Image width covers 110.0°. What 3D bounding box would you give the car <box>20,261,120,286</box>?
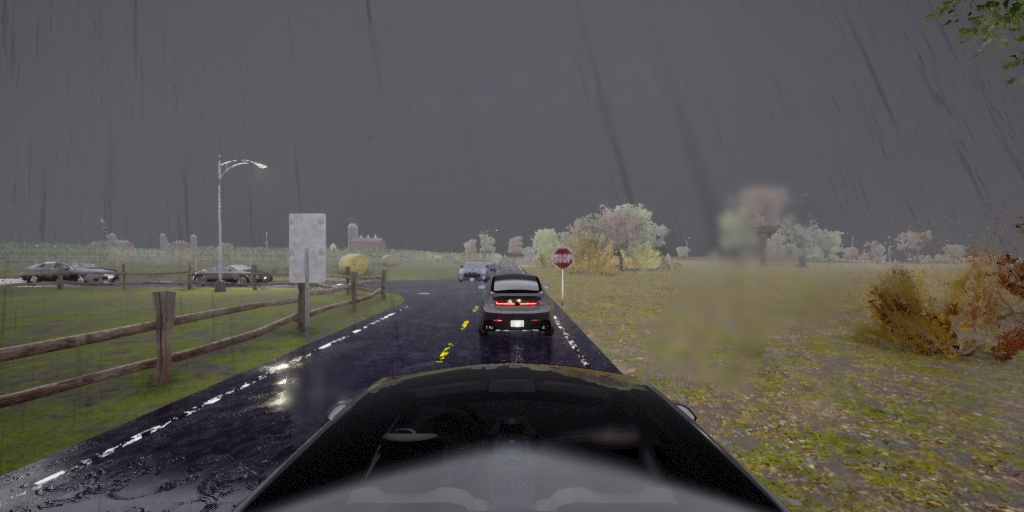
[{"bbox_3d":[-28.167,1.077,22.962,4.902,1.511,2.128,0,1,-1],"label":"car"}]

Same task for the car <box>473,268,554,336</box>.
[{"bbox_3d":[0.068,1.254,10.383,1.837,1.490,4.892,0,0,-1],"label":"car"}]

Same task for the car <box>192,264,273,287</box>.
[{"bbox_3d":[-17.883,1.220,23.069,4.181,1.385,1.994,0,1,0],"label":"car"}]

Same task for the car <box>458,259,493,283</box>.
[{"bbox_3d":[-2.842,1.095,27.737,2.097,1.767,4.553,0,0,0],"label":"car"}]

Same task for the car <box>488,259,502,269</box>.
[{"bbox_3d":[-2.813,1.284,60.039,2.128,1.511,4.902,0,0,0],"label":"car"}]

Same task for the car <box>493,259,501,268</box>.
[{"bbox_3d":[-2.838,1.319,44.955,2.033,1.411,5.357,0,0,0],"label":"car"}]
